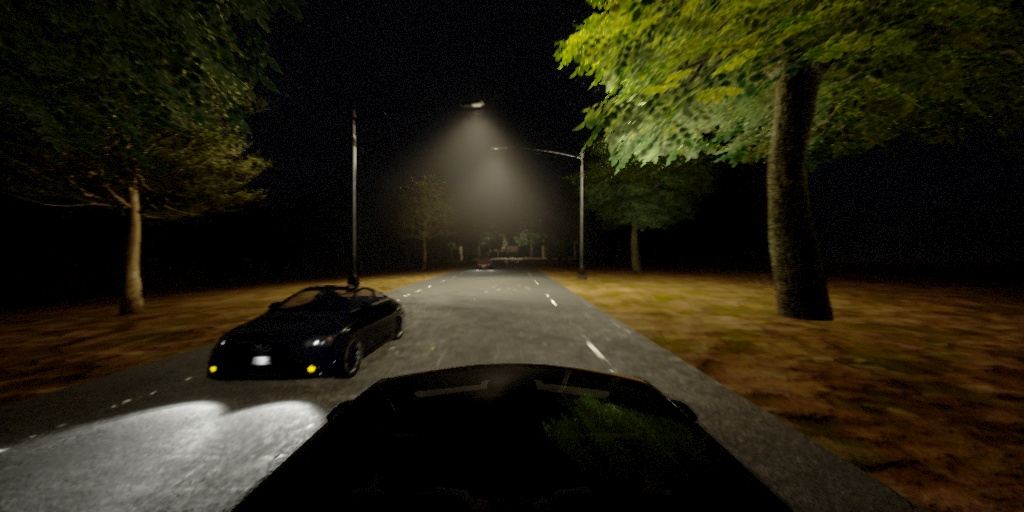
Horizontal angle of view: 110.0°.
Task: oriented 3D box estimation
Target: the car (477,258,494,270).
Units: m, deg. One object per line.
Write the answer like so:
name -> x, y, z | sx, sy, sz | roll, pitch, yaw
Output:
car -> -3.520, 1.029, 47.204 | 1.812, 1.442, 4.674 | 0, 1, 0

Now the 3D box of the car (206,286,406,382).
car -> -3.589, 1.308, 7.129 | 1.994, 1.385, 4.181 | 0, 0, 0

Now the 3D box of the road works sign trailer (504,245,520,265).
road works sign trailer -> 0.049, -0.198, 64.051 | 2.380, 3.560, 2.880 | 0, 0, 0
